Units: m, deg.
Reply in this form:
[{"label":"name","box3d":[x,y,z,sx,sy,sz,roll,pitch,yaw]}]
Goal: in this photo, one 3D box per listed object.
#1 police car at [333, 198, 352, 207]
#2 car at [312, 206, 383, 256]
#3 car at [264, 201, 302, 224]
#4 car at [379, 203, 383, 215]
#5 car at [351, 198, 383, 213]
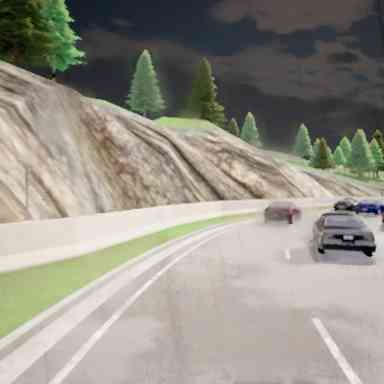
[{"label":"police car","box3d":[18.064,1.454,38.042,4.974,1.542,2.038,0,0,-44]},{"label":"car","box3d":[5.861,1.526,13.220,2.033,1.411,5.357,0,0,18]},{"label":"car","box3d":[6.655,1.409,24.072,1.882,1.535,5.008,0,0,28]},{"label":"car","box3d":[13.274,1.596,21.317,1.895,1.301,4.718,1,0,30]},{"label":"car","box3d":[17.580,1.451,32.440,1.882,1.535,5.008,0,0,43]}]
